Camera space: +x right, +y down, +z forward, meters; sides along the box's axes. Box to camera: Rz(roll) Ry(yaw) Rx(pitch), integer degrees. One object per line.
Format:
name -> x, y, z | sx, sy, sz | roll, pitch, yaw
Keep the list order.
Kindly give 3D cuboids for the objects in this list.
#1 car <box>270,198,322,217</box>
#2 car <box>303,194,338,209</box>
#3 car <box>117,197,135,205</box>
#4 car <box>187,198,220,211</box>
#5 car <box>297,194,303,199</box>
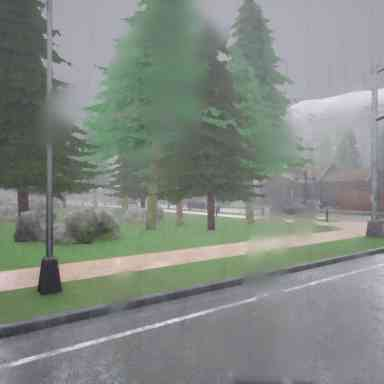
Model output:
car -> 9.277, 1.546, 30.681 | 1.994, 1.385, 4.181 | 0, 0, -37
car -> 16.653, 1.154, 42.400 | 4.605, 1.855, 1.932 | 0, 0, -37
car -> -11.157, 1.550, 57.037 | 1.994, 1.385, 4.181 | 0, 0, -43
car -> 1.360, 1.470, 41.187 | 2.128, 1.511, 4.902 | 0, 1, -37
car -> 14.826, 1.156, 44.171 | 3.866, 1.878, 1.905 | 0, 0, -37
